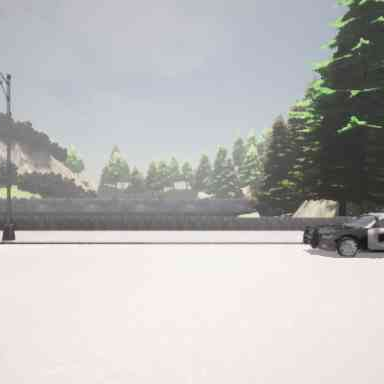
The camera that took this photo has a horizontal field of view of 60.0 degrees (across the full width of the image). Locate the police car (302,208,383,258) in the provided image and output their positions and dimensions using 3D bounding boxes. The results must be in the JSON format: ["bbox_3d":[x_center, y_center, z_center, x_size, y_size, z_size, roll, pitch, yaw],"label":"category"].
[{"bbox_3d":[6.798,1.428,12.156,5.238,1.638,1.930,0,0,0],"label":"police car"}]
